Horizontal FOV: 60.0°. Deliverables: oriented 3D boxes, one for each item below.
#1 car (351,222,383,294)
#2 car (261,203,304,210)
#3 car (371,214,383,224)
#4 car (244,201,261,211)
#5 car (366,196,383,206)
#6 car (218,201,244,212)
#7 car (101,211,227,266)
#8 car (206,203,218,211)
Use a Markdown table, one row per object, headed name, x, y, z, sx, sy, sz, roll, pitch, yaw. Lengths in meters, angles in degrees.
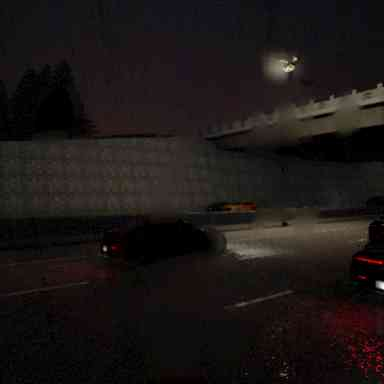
| name | x | y | z | sx | sy | sz | roll | pitch | yaw |
| --- | --- | --- | --- | --- | --- | --- | --- | --- | --- |
| car | 5.713 | 1.586 | 7.958 | 4.892 | 1.490 | 1.837 | 0 | 0 | -36 |
| car | 9.293 | 1.869 | 32.499 | 4.718 | 1.301 | 1.895 | 1 | -1 | -36 |
| car | 10.079 | 1.655 | 15.479 | 4.892 | 1.490 | 1.837 | 0 | 0 | -36 |
| car | 8.052 | 1.851 | 35.926 | 4.181 | 1.385 | 1.994 | 1 | -1 | -36 |
| car | 36.384 | 1.820 | 65.253 | 5.566 | 2.045 | 2.150 | 1 | -1 | -36 |
| car | 5.815 | 1.775 | 38.627 | 5.008 | 1.535 | 1.882 | 1 | -1 | -36 |
| car | -0.864 | 1.607 | 11.831 | 4.674 | 1.442 | 1.812 | 0 | 0 | -36 |
| car | 3.813 | 1.875 | 41.497 | 4.181 | 1.385 | 1.994 | 1 | -1 | -36 |
